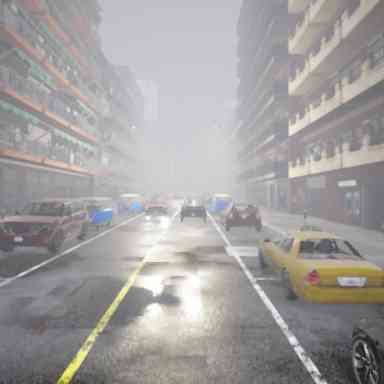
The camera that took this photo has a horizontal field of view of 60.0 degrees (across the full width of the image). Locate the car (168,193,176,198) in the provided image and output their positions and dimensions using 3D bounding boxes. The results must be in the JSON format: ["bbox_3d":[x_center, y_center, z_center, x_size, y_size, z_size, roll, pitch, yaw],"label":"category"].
[{"bbox_3d":[-5.625,0.871,92.981,1.947,1.339,4.313,1,0,0],"label":"car"}]

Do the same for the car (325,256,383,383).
[{"bbox_3d":[2.704,1.549,2.088,1.947,1.339,4.313,1,0,0],"label":"car"}]

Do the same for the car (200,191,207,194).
[{"bbox_3d":[2.719,0.950,64.617,1.967,1.590,4.097,1,0,0],"label":"car"}]

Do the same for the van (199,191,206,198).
[{"bbox_3d":[2.724,0.685,87.354,1.690,1.788,3.998,1,0,0],"label":"van"}]

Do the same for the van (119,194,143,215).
[{"bbox_3d":[-5.672,1.106,30.450,1.690,1.788,3.998,1,0,0],"label":"van"}]

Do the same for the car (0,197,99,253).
[{"bbox_3d":[-5.668,1.211,13.396,2.192,1.841,5.009,1,0,0],"label":"car"}]

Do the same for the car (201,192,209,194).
[{"bbox_3d":[2.714,1.159,53.248,1.947,1.339,4.313,1,0,0],"label":"car"}]

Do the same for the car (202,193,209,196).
[{"bbox_3d":[2.713,1.217,47.563,1.802,1.307,4.206,1,0,0],"label":"car"}]

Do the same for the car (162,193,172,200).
[{"bbox_3d":[-5.627,0.954,75.757,1.752,1.417,4.829,1,0,0],"label":"car"}]

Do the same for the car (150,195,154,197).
[{"bbox_3d":[-5.659,1.272,36.136,2.008,1.369,4.403,1,0,0],"label":"car"}]

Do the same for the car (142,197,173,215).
[{"bbox_3d":[-3.091,1.365,30.466,1.895,1.301,4.718,0,0,0],"label":"car"}]

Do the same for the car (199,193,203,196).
[{"bbox_3d":[0.109,1.248,46.038,1.895,1.301,4.718,0,0,0],"label":"car"}]

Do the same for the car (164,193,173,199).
[{"bbox_3d":[-5.626,0.931,81.612,1.887,1.381,4.507,1,0,0],"label":"car"}]

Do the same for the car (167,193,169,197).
[{"bbox_3d":[-5.632,1.118,58.874,1.947,1.339,4.313,1,0,0],"label":"car"}]

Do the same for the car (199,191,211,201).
[{"bbox_3d":[2.722,0.783,70.299,2.192,1.841,5.009,1,0,0],"label":"car"}]

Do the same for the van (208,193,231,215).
[{"bbox_3d":[2.714,1.105,30.509,1.690,1.788,3.998,1,0,0],"label":"van"}]

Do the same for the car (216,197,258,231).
[{"bbox_3d":[2.710,1.291,19.140,1.967,1.590,4.097,1,0,0],"label":"car"}]

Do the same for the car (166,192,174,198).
[{"bbox_3d":[-5.625,0.872,87.127,1.752,1.417,4.829,1,0,0],"label":"car"}]

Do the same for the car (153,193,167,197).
[{"bbox_3d":[-5.630,1.034,53.189,1.967,1.590,4.097,1,0,0],"label":"car"}]

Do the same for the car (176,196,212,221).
[{"bbox_3d":[0.105,1.299,24.846,2.128,1.511,4.902,0,1,0],"label":"car"}]

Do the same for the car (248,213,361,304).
[{"bbox_3d":[2.706,1.463,7.942,1.752,1.417,4.829,1,0,0],"label":"car"}]

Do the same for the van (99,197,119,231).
[{"bbox_3d":[-5.668,1.193,19.080,1.690,1.788,3.998,1,0,0],"label":"van"}]

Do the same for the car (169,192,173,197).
[{"bbox_3d":[-5.629,1.013,70.243,1.887,1.381,4.507,1,0,0],"label":"car"}]

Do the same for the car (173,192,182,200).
[{"bbox_3d":[-2.986,0.999,71.849,1.994,1.385,4.181,0,0,0],"label":"car"}]
